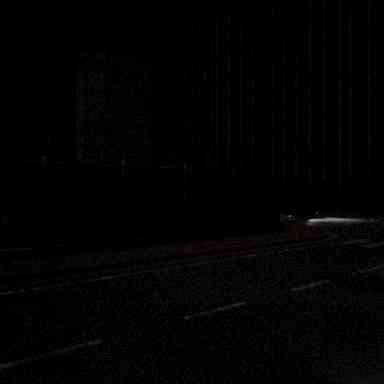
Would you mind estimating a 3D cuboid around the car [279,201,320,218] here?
[{"bbox_3d":[9.231,1.533,30.094,1.812,1.442,4.674,0,0,-36],"label":"car"}]

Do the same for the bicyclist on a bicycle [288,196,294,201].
[{"bbox_3d":[13.368,1.339,44.912,1.656,1.620,0.582,0,0,-36],"label":"bicyclist on a bicycle"}]
